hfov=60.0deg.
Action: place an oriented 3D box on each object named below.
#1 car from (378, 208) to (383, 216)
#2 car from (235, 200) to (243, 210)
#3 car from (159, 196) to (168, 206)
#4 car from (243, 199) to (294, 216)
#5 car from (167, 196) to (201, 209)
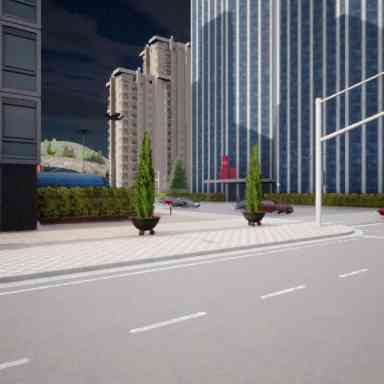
[{"bbox_3d":[17.824,1.601,26.808,4.718,1.301,1.895,0,0,43],"label":"car"},{"bbox_3d":[7.173,1.564,40.195,1.994,1.385,4.181,0,0,-36],"label":"car"},{"bbox_3d":[-3.032,1.601,54.324,1.895,1.301,4.718,0,0,-36],"label":"car"},{"bbox_3d":[7.814,1.477,33.340,1.882,1.535,5.008,0,0,-36],"label":"car"},{"bbox_3d":[-0.794,1.491,45.231,2.128,1.511,4.902,0,0,-36],"label":"car"}]
